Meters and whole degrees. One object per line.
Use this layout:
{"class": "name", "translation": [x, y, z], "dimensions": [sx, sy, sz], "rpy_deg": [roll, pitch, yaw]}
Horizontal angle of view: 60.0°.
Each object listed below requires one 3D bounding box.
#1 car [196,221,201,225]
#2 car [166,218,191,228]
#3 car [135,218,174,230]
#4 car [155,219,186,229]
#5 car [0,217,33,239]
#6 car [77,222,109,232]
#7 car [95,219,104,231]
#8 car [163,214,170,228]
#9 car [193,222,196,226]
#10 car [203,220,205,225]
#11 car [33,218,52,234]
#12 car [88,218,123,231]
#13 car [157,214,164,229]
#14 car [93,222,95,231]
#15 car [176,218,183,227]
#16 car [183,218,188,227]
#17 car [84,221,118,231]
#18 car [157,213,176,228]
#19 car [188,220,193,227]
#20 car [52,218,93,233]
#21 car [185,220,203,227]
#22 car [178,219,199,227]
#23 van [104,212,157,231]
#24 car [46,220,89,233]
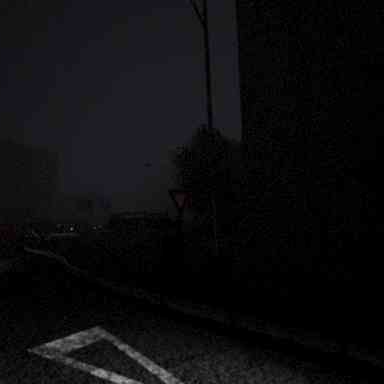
{"class": "car", "translation": [-1.221, 7.234, 75.660], "dimensions": [5.008, 1.535, 2.097], "rpy_deg": [-3, -6, 7]}
{"class": "car", "translation": [-2.635, 6.033, 64.514], "dimensions": [4.553, 1.767, 2.185], "rpy_deg": [-3, -6, 7]}
{"class": "car", "translation": [-5.021, 4.322, 45.178], "dimensions": [4.792, 1.488, 2.163], "rpy_deg": [-3, -6, 7]}
{"class": "car", "translation": [-3.595, 5.385, 56.212], "dimensions": [4.792, 1.488, 2.163], "rpy_deg": [-3, -6, 7]}
{"class": "car", "translation": [-15.309, 3.095, 26.404], "dimensions": [1.882, 1.535, 5.008], "rpy_deg": [-3, -3, 10]}
{"class": "car", "translation": [-16.226, 5.685, 54.644], "dimensions": [4.674, 1.452, 2.002], "rpy_deg": [-3, -6, 7]}
{"class": "car", "translation": [-12.217, 5.027, 49.667], "dimensions": [1.837, 1.490, 4.892], "rpy_deg": [-3, -6, 7]}
{"class": "car", "translation": [-5.670, 3.768, 39.716], "dimensions": [5.008, 1.535, 2.097], "rpy_deg": [-3, -6, 6]}
{"class": "car", "translation": [-2.263, 6.424, 67.256], "dimensions": [4.892, 1.521, 2.231], "rpy_deg": [-3, -6, 7]}
{"class": "car", "translation": [0.167, 8.316, 86.570], "dimensions": [4.792, 1.488, 2.163], "rpy_deg": [-3, -6, 7]}
{"class": "car", "translation": [-17.943, 4.319, 40.861], "dimensions": [5.008, 1.535, 2.097], "rpy_deg": [-3, -5, 7]}
{"class": "car", "translation": [-15.583, 5.929, 60.191], "dimensions": [5.566, 2.045, 2.435], "rpy_deg": [-3, -6, 7]}
{"class": "car", "translation": [-5.985, 3.546, 36.910], "dimensions": [4.792, 1.488, 2.163], "rpy_deg": [-3, -5, 7]}
{"class": "car", "translation": [-16.552, 5.431, 52.009], "dimensions": [4.674, 1.452, 2.002], "rpy_deg": [-3, -6, 7]}
{"class": "car", "translation": [-4.279, 4.852, 50.691], "dimensions": [4.792, 1.488, 2.163], "rpy_deg": [-3, -6, 7]}
{"class": "car", "translation": [-3.783, 5.079, 53.435], "dimensions": [5.366, 1.575, 1.946], "rpy_deg": [-3, -6, 7]}
{"class": "car", "translation": [-15.689, 5.912, 57.508], "dimensions": [5.366, 1.575, 1.946], "rpy_deg": [-3, -6, 7]}
{"class": "car", "translation": [-5.372, 3.776, 42.447], "dimensions": [5.566, 2.045, 2.435], "rpy_deg": [-3, -6, 7]}
{"class": "car", "translation": [-3.099, 5.612, 58.955], "dimensions": [5.366, 1.575, 1.946], "rpy_deg": [-3, -6, 7]}
{"class": "car", "translation": [-13.639, 3.803, 38.366], "dimensions": [2.097, 1.767, 4.553], "rpy_deg": [-3, -5, 7]}
{"class": "car", "translation": [0.444, 8.431, 89.350], "dimensions": [4.553, 1.767, 2.185], "rpy_deg": [-3, -6, 7]}
{"class": "car", "translation": [-0.863, 7.362, 78.305], "dimensions": [4.553, 1.767, 2.185], "rpy_deg": [-3, -6, 7]}
{"class": "van", "translation": [-6.248, 3.065, 34.166], "dimensions": [4.442, 1.987, 1.878], "rpy_deg": [-3, -5, 7]}
{"class": "car", "translation": [-17.424, 4.864, 46.522], "dimensions": [5.366, 1.575, 1.946], "rpy_deg": [-3, -6, 7]}
